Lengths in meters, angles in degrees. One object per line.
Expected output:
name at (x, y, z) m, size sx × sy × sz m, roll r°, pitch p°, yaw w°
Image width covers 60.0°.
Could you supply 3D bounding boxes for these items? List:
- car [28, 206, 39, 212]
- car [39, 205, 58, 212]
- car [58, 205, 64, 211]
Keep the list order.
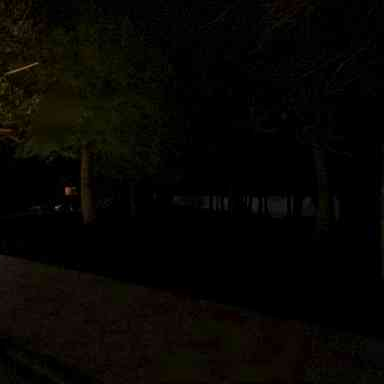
car at (-36.762, 4.000, 77.948) m, size 2.033 × 1.411 × 5.357 m, roll 0°, pitch -2°, yaw -9°
car at (-33.342, 3.886, 77.193) m, size 1.837 × 1.490 × 4.892 m, roll 0°, pitch -2°, yaw -9°
car at (-35.052, 4.238, 87.477) m, size 2.128 × 1.511 × 4.902 m, roll 0°, pitch -2°, yaw -9°
